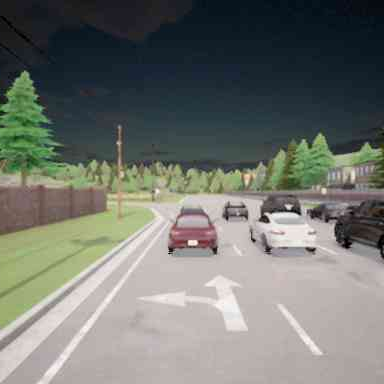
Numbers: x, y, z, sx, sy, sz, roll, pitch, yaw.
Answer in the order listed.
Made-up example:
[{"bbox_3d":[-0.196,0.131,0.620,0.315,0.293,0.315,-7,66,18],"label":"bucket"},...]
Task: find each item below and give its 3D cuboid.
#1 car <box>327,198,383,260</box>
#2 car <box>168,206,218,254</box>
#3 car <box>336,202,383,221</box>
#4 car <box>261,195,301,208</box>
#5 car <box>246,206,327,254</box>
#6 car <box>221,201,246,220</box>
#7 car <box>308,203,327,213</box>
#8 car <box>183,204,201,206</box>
[{"bbox_3d":[7.032,1.226,11.615,2.150,2.045,5.566,0,0,0],"label":"car"},{"bbox_3d":[0.049,1.527,13.452,1.812,1.442,4.674,0,0,1],"label":"car"},{"bbox_3d":[14.043,1.570,28.012,1.994,1.385,4.181,0,0,0],"label":"car"},{"bbox_3d":[7.029,1.228,26.674,2.150,2.045,5.566,0,0,0],"label":"car"},{"bbox_3d":[3.548,1.528,13.454,1.812,1.442,4.674,0,0,1],"label":"car"},{"bbox_3d":[3.540,1.495,27.756,2.128,1.511,4.902,0,0,1],"label":"car"},{"bbox_3d":[10.520,1.552,25.588,2.033,1.411,5.357,0,0,0],"label":"car"},{"bbox_3d":[-0.035,1.604,27.144,1.895,1.301,4.718,0,0,-1],"label":"car"}]
